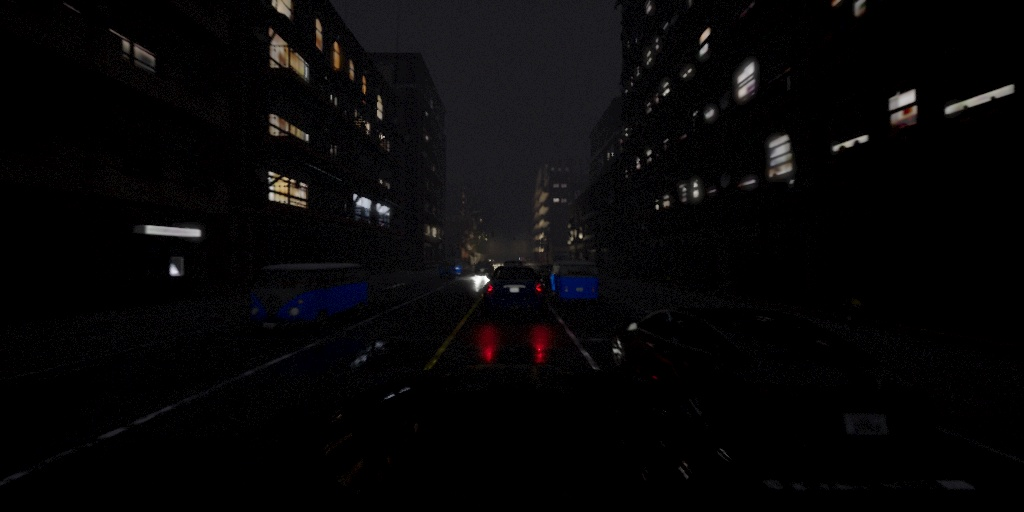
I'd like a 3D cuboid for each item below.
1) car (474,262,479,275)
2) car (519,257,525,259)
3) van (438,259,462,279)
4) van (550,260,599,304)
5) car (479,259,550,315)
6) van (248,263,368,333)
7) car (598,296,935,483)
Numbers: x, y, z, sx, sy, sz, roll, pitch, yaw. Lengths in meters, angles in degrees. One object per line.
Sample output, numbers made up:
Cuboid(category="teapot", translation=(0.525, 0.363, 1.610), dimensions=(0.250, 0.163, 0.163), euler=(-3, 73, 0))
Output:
Cuboid(category="car", translation=(-3.084, 1.276, 39.569), dimensions=(2.128, 1.511, 4.902), euler=(0, 0, 0))
Cuboid(category="car", translation=(0.091, 1.123, 28.833), dimensions=(2.097, 1.767, 4.553), euler=(0, 0, 0))
Cuboid(category="van", translation=(-5.681, 1.117, 33.120), dimensions=(1.690, 1.789, 3.998), euler=(0, 0, 0))
Cuboid(category="van", translation=(2.696, 1.100, 16.134), dimensions=(1.690, 1.789, 3.998), euler=(0, 0, 0))
Cuboid(category="car", translation=(0.087, 1.109, 13.640), dimensions=(2.097, 1.767, 4.553), euler=(0, 0, 0))
Cuboid(category="van", translation=(-5.686, 1.096, 10.473), dimensions=(1.690, 1.789, 3.998), euler=(0, 0, 0))
Cuboid(category="car", translation=(2.693, 1.317, 4.809), dimensions=(1.948, 1.339, 4.313), euler=(0, 0, 0))
